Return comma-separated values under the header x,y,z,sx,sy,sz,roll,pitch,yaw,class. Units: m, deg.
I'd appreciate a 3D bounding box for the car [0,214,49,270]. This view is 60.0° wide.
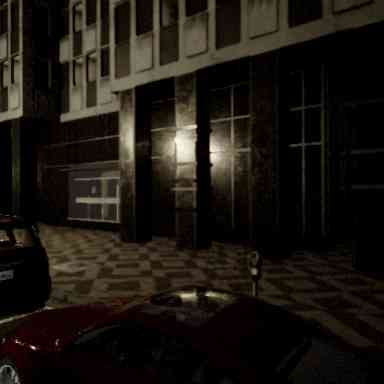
x,y,z,sx,sy,sz,roll,pitch,yaw,class
-4.735,1.331,6.342,5.009,1.841,2.192,0,0,35,car

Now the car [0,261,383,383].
x,y,z,sx,sy,sz,roll,pitch,yaw,class
-0.173,1.585,3.090,4.206,1.307,1.802,0,0,35,car
